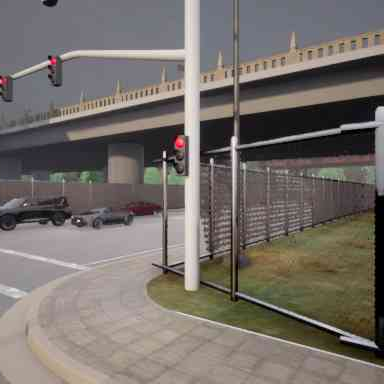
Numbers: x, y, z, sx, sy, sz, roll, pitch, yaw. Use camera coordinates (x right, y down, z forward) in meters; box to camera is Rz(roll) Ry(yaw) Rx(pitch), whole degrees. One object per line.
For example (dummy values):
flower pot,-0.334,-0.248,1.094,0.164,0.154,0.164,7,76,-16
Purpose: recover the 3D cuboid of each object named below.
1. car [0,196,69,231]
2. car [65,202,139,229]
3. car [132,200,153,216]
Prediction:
car,-10.616,1.277,21.658,2.150,2.045,5.566,0,0,36
car,-5.897,1.619,22.254,1.994,1.385,4.181,0,0,35
car,-4.912,1.533,29.701,1.882,1.535,5.008,0,0,35
